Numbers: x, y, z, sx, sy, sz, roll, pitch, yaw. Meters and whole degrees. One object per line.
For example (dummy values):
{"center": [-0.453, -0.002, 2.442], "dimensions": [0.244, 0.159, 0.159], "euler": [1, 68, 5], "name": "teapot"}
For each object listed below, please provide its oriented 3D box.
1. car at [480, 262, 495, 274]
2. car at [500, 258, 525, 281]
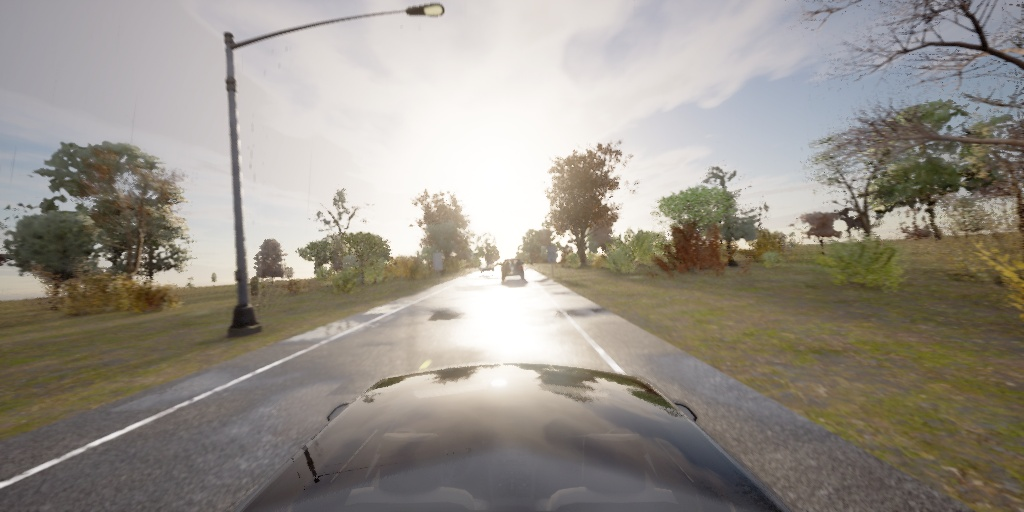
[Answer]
{"center": [-3.404, 1.621, 50.467], "dimensions": [2.033, 1.411, 5.357], "euler": [-4, -1, 0], "name": "car"}
{"center": [0.056, 1.227, 34.676], "dimensions": [2.150, 2.045, 5.566], "euler": [-4, 0, 0], "name": "car"}
